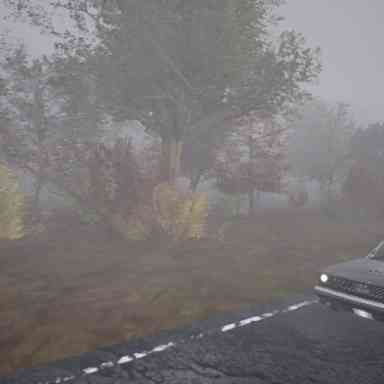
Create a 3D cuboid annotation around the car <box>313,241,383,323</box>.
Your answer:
[{"bbox_3d":[4.492,1.591,6.456,4.718,1.301,1.895,0,0,-34],"label":"car"}]
